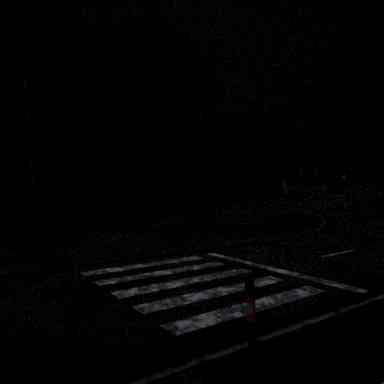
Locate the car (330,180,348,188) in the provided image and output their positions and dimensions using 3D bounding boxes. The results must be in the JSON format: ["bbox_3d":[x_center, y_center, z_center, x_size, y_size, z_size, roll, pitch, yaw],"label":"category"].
[{"bbox_3d":[26.931,-1.536,60.977,1.882,1.535,5.008,-3,1,5],"label":"car"}]
